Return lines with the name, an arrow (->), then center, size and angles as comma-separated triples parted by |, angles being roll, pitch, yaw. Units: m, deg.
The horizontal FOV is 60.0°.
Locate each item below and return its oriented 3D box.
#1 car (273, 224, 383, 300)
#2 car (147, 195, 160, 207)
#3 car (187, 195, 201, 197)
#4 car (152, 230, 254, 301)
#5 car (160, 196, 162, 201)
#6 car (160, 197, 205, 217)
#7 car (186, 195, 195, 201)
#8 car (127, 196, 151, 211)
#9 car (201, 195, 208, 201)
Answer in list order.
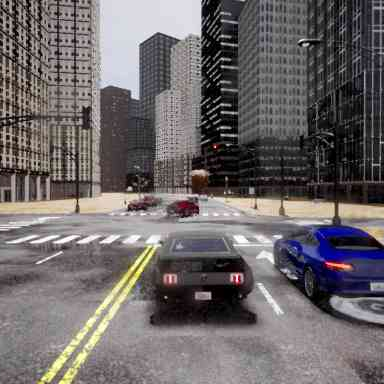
car -> 3.354, 1.523, 8.232 | 1.812, 1.442, 4.674 | 0, 0, 1
car -> -6.516, 1.299, 50.577 | 2.097, 1.767, 4.553 | 0, 0, 0
car -> 0.163, 1.411, 63.302 | 2.128, 1.511, 4.902 | 0, 0, -1
car -> 0.112, 1.598, 8.264 | 1.895, 1.301, 4.718 | 0, 0, -3
car -> -6.498, 1.416, 60.868 | 2.128, 1.511, 4.902 | 0, 0, 0
car -> -0.776, 1.500, 30.811 | 1.812, 1.442, 4.674 | 1, 0, 24
car -> -0.422, 1.469, 80.421 | 1.895, 1.301, 4.718 | 0, 0, -4
car -> -6.533, 1.530, 40.329 | 1.994, 1.385, 4.181 | 0, 0, 0
car -> 2.827, 1.397, 80.534 | 1.812, 1.442, 4.674 | 0, 0, -4
